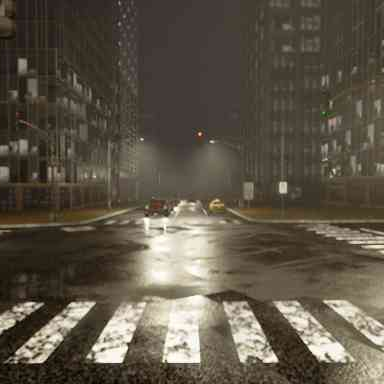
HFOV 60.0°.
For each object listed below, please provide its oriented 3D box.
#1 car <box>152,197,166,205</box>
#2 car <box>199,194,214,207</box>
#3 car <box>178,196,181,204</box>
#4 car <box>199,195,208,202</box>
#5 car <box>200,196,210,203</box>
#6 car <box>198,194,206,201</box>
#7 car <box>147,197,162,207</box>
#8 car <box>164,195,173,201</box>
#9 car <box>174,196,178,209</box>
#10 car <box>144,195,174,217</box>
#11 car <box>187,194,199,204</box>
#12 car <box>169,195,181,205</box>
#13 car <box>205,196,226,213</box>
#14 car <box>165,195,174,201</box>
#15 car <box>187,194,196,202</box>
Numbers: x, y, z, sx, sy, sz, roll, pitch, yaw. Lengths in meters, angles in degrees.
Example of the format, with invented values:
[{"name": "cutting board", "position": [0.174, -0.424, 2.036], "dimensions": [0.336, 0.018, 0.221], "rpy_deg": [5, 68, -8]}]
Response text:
[{"name": "car", "position": [-5.732, 1.525, 58.130], "dimensions": [1.947, 1.339, 4.313], "rpy_deg": [-1, 0, 0]}, {"name": "car", "position": [2.657, 1.281, 51.915], "dimensions": [2.192, 1.841, 5.009], "rpy_deg": [-1, 0, 0]}, {"name": "car", "position": [-3.120, 1.569, 50.502], "dimensions": [1.895, 1.301, 4.718], "rpy_deg": [0, 0, 0]}, {"name": "car", "position": [2.598, 1.488, 75.098], "dimensions": [2.008, 1.369, 4.403], "rpy_deg": [-1, 0, 0]}, {"name": "car", "position": [2.604, 1.510, 69.425], "dimensions": [1.947, 1.339, 4.313], "rpy_deg": [-1, 0, 0]}, {"name": "car", "position": [2.583, 1.360, 86.447], "dimensions": [1.967, 1.590, 4.097], "rpy_deg": [-1, 0, 0]}, {"name": "car", "position": [-5.896, 1.532, 52.456], "dimensions": [1.947, 1.339, 4.313], "rpy_deg": [-1, 0, 0]}, {"name": "car", "position": [-5.755, 1.511, 80.825], "dimensions": [1.802, 1.307, 4.206], "rpy_deg": [-1, 0, 0]}, {"name": "car", "position": [-3.135, 1.456, 40.492], "dimensions": [1.882, 1.535, 5.008], "rpy_deg": [0, 0, 0]}, {"name": "car", "position": [-3.147, 1.337, 31.194], "dimensions": [2.097, 1.767, 4.553], "rpy_deg": [0, 0, 0]}, {"name": "car", "position": [-0.067, 1.554, 62.756], "dimensions": [1.895, 1.301, 4.718], "rpy_deg": [0, 0, 0]}, {"name": "car", "position": [-3.087, 1.433, 60.978], "dimensions": [1.882, 1.535, 5.008], "rpy_deg": [0, 0, 0]}, {"name": "car", "position": [2.767, 1.507, 36.834], "dimensions": [1.752, 1.417, 4.829], "rpy_deg": [-1, 0, 0]}, {"name": "car", "position": [-5.762, 1.486, 86.498], "dimensions": [1.947, 1.339, 4.313], "rpy_deg": [-1, 0, 0]}, {"name": "car", "position": [-0.078, 1.250, 72.729], "dimensions": [1.882, 1.535, 5.008], "rpy_deg": [0, 0, 0]}]
